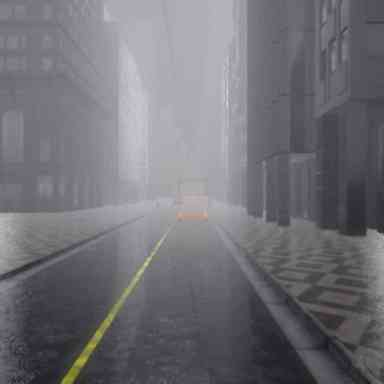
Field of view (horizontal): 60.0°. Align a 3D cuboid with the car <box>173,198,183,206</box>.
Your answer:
[{"bbox_3d":[-2.989,2.100,70.996,1.837,1.490,4.892,0,0,0],"label":"car"}]

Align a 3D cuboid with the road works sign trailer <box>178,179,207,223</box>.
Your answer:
[{"bbox_3d":[0.049,0.712,28.047,2.380,3.560,2.880,0,-1,-1],"label":"road works sign trailer"}]
